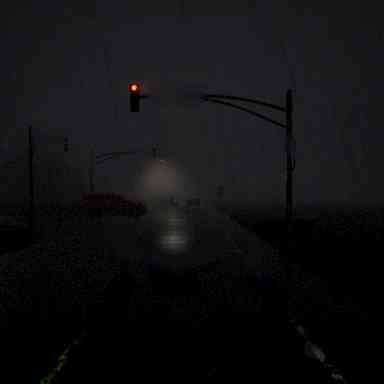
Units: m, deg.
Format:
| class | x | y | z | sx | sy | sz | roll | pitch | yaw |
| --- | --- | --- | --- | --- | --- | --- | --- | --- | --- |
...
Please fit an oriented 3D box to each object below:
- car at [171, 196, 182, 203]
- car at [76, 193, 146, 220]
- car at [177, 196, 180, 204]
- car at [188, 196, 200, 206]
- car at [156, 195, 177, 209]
| class | x | y | z | sx | sy | sz | roll | pitch | yaw |
| --- | --- | --- | --- | --- | --- | --- | --- | --- | --- |
| car | -3.271 | 1.476 | 70.903 | 1.994 | 1.385 | 4.181 | 0 | 0 | 0 |
| car | -6.620 | 1.148 | 27.310 | 5.566 | 2.045 | 2.150 | 0 | 1 | -28 |
| car | -3.420 | 1.308 | 52.341 | 2.097 | 1.767 | 4.553 | 0 | 0 | 0 |
| car | 0.263 | 1.447 | 53.313 | 2.128 | 1.511 | 4.902 | 0 | 0 | 0 |
| car | -3.449 | 1.320 | 43.560 | 2.097 | 1.767 | 4.553 | 0 | 0 | 0 |
